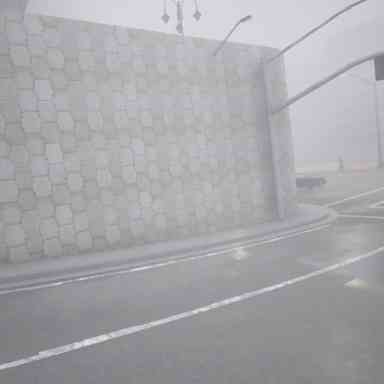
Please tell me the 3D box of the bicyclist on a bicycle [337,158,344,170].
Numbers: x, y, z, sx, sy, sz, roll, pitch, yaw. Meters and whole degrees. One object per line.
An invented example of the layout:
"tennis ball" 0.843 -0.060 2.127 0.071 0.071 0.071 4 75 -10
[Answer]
"bicyclist on a bicycle" 20.048 -3.826 44.884 1.656 1.620 0.582 -11 6 -35

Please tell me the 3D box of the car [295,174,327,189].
"car" 10.001 -1.018 30.960 1.895 1.301 4.718 -11 6 -35
